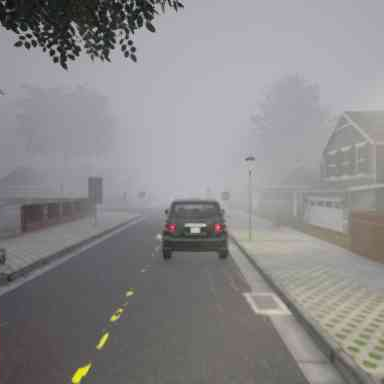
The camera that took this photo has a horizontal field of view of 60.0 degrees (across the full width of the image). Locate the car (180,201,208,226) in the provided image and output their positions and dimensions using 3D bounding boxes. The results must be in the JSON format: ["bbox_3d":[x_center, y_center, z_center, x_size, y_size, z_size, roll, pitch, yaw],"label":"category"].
[{"bbox_3d":[0.123,1.481,24.351,1.882,1.535,5.008,0,0,0],"label":"car"}]

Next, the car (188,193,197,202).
[{"bbox_3d":[0.065,1.361,81.308,2.150,2.045,5.566,0,0,0],"label":"car"}]

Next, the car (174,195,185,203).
[{"bbox_3d":[-2.693,1.467,72.232,2.097,1.767,4.553,0,0,0],"label":"car"}]

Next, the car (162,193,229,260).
[{"bbox_3d":[0.107,1.217,12.566,2.150,2.045,5.566,0,0,0],"label":"car"}]

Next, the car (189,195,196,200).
[{"bbox_3d":[0.073,1.524,91.697,1.837,1.490,4.892,0,0,0],"label":"car"}]
